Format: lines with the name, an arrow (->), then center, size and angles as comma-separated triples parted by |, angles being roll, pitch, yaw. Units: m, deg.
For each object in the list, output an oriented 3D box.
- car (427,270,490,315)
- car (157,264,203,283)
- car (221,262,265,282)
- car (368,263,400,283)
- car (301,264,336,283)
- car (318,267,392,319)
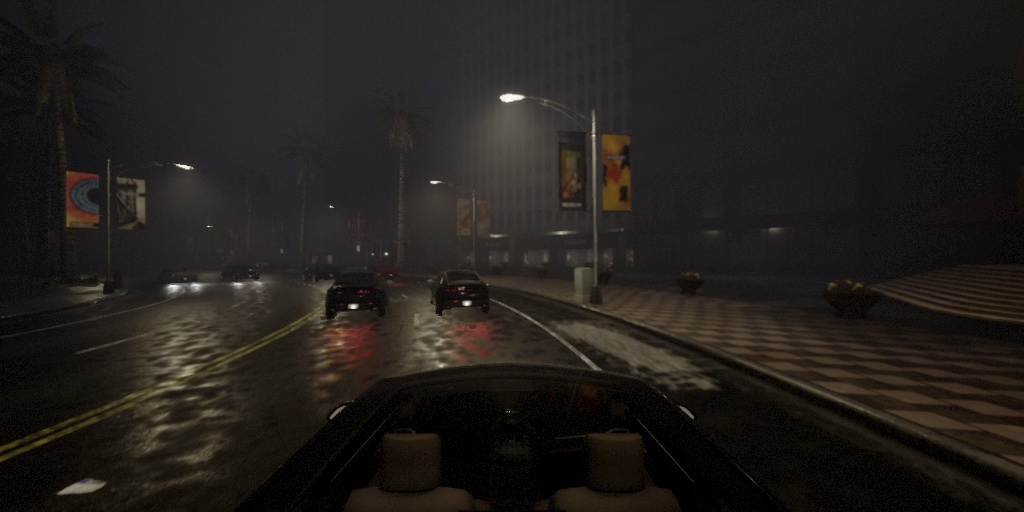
car -> -2.139, 1.285, 13.908 | 1.837, 1.490, 4.892 | 0, 0, -16
car -> -29.678, 1.661, 31.853 | 4.718, 1.301, 1.895 | -1, 0, 35
car -> -24.800, 1.518, 32.691 | 4.892, 1.490, 1.837 | -1, 0, 35
car -> -11.048, 1.356, 29.904 | 1.882, 1.535, 5.008 | 0, 0, -40
car -> -16.110, 1.405, 30.224 | 1.882, 1.535, 5.008 | 0, 0, -45
car -> -5.620, 1.318, 13.416 | 1.837, 1.490, 4.892 | 0, 0, -17
